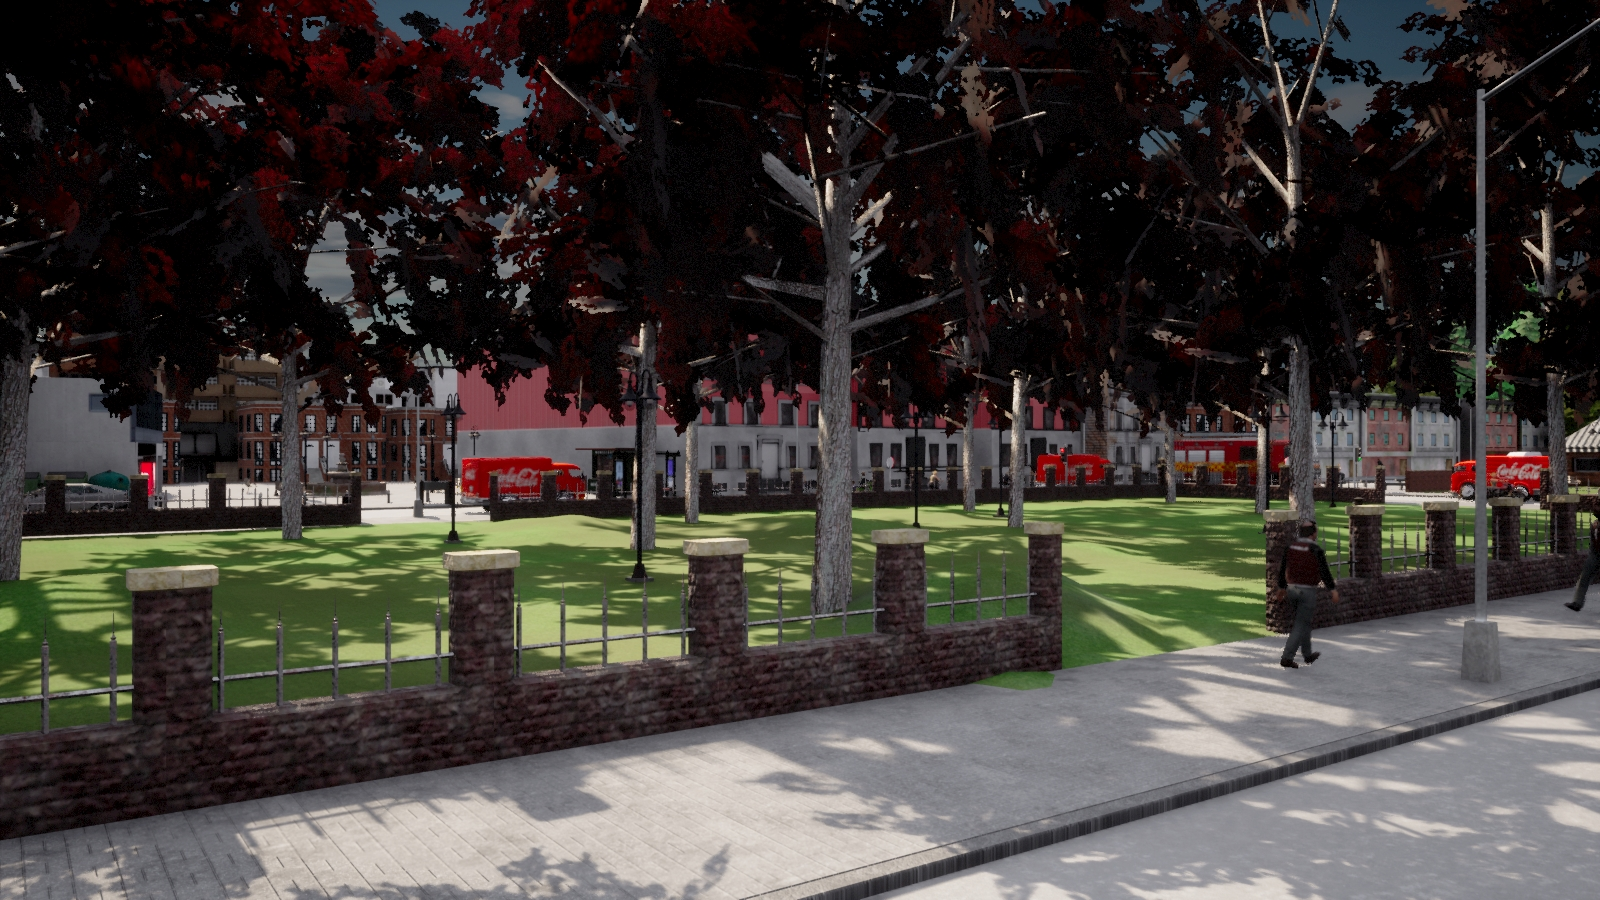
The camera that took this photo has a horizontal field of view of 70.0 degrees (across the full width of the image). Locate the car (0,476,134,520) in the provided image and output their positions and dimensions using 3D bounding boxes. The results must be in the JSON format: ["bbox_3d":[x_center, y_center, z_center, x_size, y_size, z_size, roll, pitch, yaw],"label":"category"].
[{"bbox_3d":[-28.799,1.826,44.394,4.902,1.511,2.128,0,0,-35],"label":"car"}]

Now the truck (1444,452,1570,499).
[{"bbox_3d":[38.236,1.321,61.896,2.627,2.467,5.204,0,0,-35],"label":"truck"}]

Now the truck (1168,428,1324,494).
[{"bbox_3d":[27.462,0.645,70.604,8.468,3.827,2.891,0,0,38],"label":"truck"}]

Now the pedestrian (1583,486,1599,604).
[{"bbox_3d":[12.863,1.516,18.298,0.375,1.860,0.375,0,0,-14],"label":"pedestrian"}]

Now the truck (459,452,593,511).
[{"bbox_3d":[-12.241,1.340,51.122,5.204,2.467,2.627,0,0,-35],"label":"truck"}]

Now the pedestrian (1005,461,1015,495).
[{"bbox_3d":[11.356,1.506,61.801,0.375,1.860,0.375,0,0,-35],"label":"pedestrian"}]

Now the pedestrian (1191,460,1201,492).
[{"bbox_3d":[23.216,1.502,66.990,0.375,1.860,0.375,0,0,-41],"label":"pedestrian"}]

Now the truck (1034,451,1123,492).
[{"bbox_3d":[17.571,1.326,72.005,5.204,2.467,2.627,0,0,-35],"label":"truck"}]

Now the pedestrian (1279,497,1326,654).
[{"bbox_3d":[6.152,1.517,13.989,0.375,1.860,0.375,0,0,-28],"label":"pedestrian"}]

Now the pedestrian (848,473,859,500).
[{"bbox_3d":[2.619,1.790,55.654,0.375,1.300,0.375,0,0,-35],"label":"pedestrian"}]
